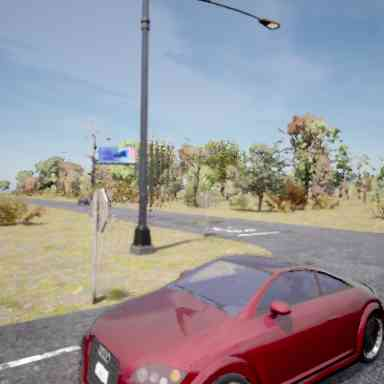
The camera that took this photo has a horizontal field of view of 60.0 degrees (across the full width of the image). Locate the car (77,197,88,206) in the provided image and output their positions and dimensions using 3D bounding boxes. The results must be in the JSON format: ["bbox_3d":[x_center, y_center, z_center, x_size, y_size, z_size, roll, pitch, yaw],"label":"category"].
[{"bbox_3d":[-18.897,1.612,59.094,1.837,1.490,4.892,1,0,-34],"label":"car"}]

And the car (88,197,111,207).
[{"bbox_3d":[-14.359,1.720,52.383,1.895,1.301,4.718,1,0,-33],"label":"car"}]

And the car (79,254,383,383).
[{"bbox_3d":[0.744,1.600,4.407,4.181,1.385,1.994,1,0,-35],"label":"car"}]
